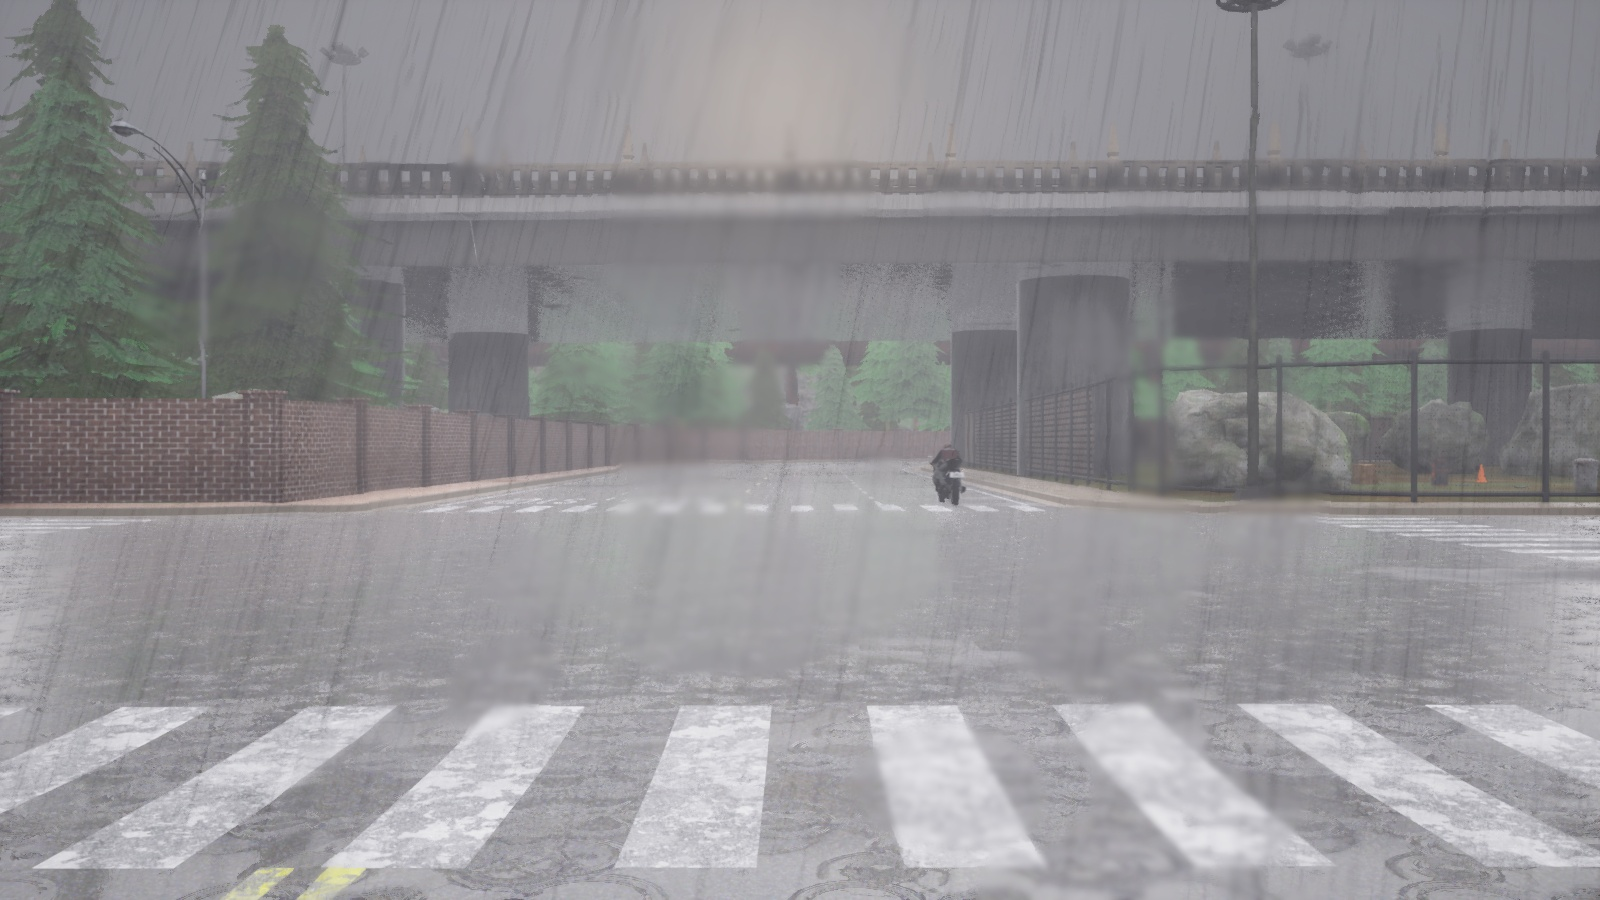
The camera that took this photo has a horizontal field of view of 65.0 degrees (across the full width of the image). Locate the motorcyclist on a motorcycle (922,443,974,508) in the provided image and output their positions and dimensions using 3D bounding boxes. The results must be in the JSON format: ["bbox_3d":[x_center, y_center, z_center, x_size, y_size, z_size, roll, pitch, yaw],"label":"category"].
[{"bbox_3d":[3.642,0.609,31.059,0.866,1.530,2.191,1,0,-4],"label":"motorcyclist on a motorcycle"}]
